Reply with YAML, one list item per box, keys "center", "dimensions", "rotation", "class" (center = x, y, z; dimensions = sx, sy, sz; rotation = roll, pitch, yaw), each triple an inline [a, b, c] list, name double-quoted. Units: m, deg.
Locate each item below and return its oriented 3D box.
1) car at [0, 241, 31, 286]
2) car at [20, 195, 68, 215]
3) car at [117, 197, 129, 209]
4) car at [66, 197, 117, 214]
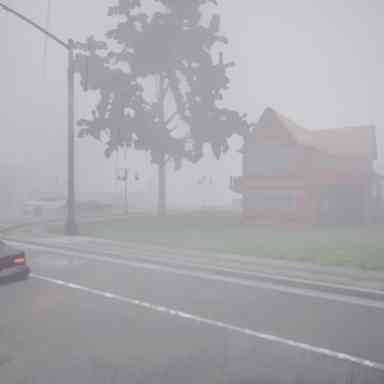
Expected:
- center: [-6.214, 1.599, 8.377]
  dimensions: [5.357, 1.411, 2.033]
  rotation: [0, 0, 36]
  class: "car"
- center: [-16.281, 1.403, 37.404]
  dimensions: [2.150, 2.045, 5.566]
  rotation: [0, 0, 33]
  class: "car"
- center: [-10.820, 1.534, 45.496]
  dimensions: [2.097, 1.767, 4.553]
  rotation: [0, 0, 34]
  class: "car"
- center: [-11.391, 1.640, 38.023]
  dimensions: [1.882, 1.535, 5.008]
  rotation: [0, 0, 34]
  class: "car"
